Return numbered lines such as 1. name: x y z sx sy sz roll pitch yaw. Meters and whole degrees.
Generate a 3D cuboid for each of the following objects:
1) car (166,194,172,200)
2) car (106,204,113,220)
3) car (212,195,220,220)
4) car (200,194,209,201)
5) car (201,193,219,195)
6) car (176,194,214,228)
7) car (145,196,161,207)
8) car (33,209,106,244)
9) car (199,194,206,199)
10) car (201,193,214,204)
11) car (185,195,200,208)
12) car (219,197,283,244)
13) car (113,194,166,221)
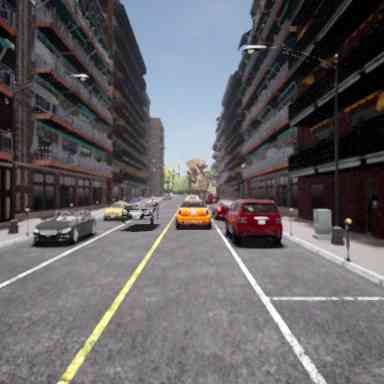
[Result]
1. car: -5.701 1.097 76.566 1.967 1.590 4.097 1 0 0
2. car: -5.681 1.404 26.286 1.752 1.417 4.829 1 0 0
3. car: 2.700 1.318 26.422 1.967 1.590 4.097 1 0 0
4. car: 2.706 1.206 71.136 1.752 1.417 4.829 1 0 0
5. car: 2.701 1.119 43.125 2.192 1.841 5.009 1 0 0
6. car: 0.100 1.252 21.485 2.097 1.767 4.553 0 0 0
7. car: -5.682 1.305 48.556 1.752 1.417 4.829 1 0 0
8. car: -5.681 1.479 15.319 2.008 1.369 4.403 1 0 0
9. car: 2.767 1.173 88.312 1.947 1.339 4.313 1 0 0
10. car: 2.701 1.045 59.829 2.192 1.841 5.009 1 0 0
11. car: 0.099 1.271 45.281 1.882 1.535 5.008 0 0 0
12. car: 2.702 1.244 15.285 2.192 1.841 5.009 1 0 0
13. car: -3.001 1.047 20.041 2.128 1.511 4.902 0 0 0
